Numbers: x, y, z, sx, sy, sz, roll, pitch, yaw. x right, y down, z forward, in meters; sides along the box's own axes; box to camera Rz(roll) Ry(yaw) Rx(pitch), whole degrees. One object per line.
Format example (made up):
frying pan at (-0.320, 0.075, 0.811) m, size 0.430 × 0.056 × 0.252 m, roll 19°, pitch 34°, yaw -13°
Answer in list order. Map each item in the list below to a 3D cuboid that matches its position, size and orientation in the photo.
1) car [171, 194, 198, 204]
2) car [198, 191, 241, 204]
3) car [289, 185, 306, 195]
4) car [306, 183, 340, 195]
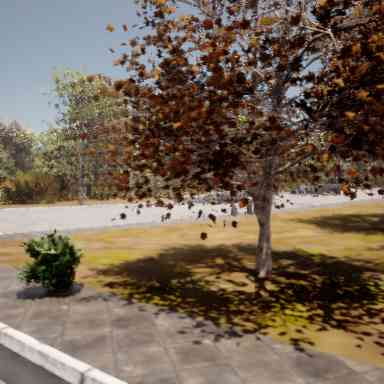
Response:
car at (-0.111, 0.620, 38.942) m, size 4.718 × 1.301 × 1.895 m, roll -3°, pitch 3°, yaw -34°
car at (3.719, 0.545, 37.329) m, size 5.357 × 1.411 × 2.033 m, roll -3°, pitch 3°, yaw -33°
car at (16.814, -0.314, 48.541) m, size 5.357 × 1.411 × 2.033 m, roll -3°, pitch 2°, yaw -25°
car at (18.291, -0.503, 45.363) m, size 4.674 × 1.442 × 1.812 m, roll -3°, pitch 3°, yaw -25°
